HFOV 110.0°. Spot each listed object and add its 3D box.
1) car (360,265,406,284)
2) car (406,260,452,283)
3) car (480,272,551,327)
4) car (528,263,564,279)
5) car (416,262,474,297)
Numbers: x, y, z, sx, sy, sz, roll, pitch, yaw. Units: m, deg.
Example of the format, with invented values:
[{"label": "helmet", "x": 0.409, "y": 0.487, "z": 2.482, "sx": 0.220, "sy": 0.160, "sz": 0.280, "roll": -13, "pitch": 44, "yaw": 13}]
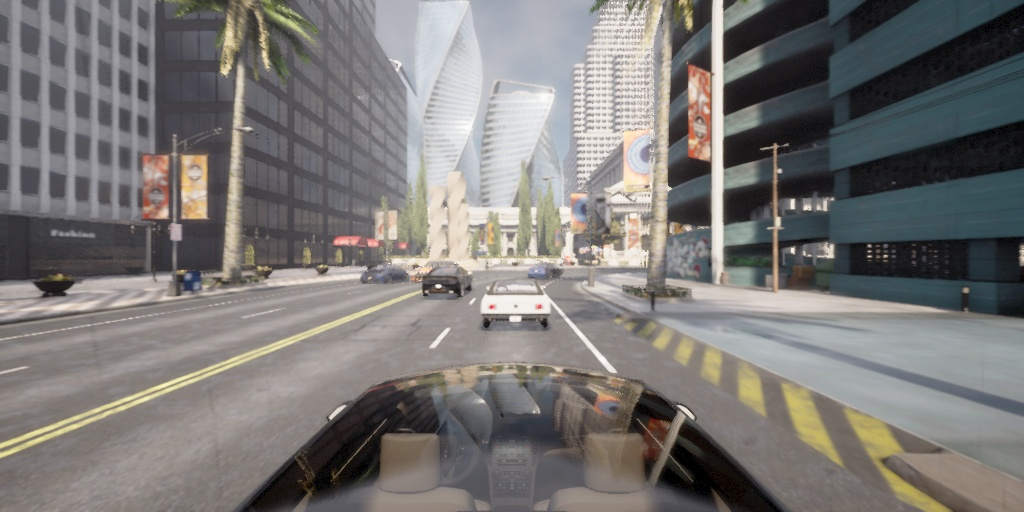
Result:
[{"label": "car", "x": -9.508, "y": 1.346, "z": 26.928, "sx": 1.994, "sy": 1.385, "sz": 4.181, "roll": 0, "pitch": 0, "yaw": 12}, {"label": "car", "x": -5.840, "y": 1.135, "z": 27.541, "sx": 2.097, "sy": 1.767, "sz": 4.553, "roll": 0, "pitch": 0, "yaw": 14}, {"label": "car", "x": 0.096, "y": 1.364, "z": 11.621, "sx": 1.895, "sy": 1.301, "sz": 4.718, "roll": 0, "pitch": 0, "yaw": 0}, {"label": "car", "x": 3.130, "y": 1.337, "z": 32.697, "sx": 2.033, "sy": 1.411, "sz": 5.357, "roll": 0, "pitch": 0, "yaw": 25}, {"label": "car", "x": -3.268, "y": 1.250, "z": 19.010, "sx": 1.882, "sy": 1.535, "sz": 5.008, "roll": 0, "pitch": 0, "yaw": 3}]
